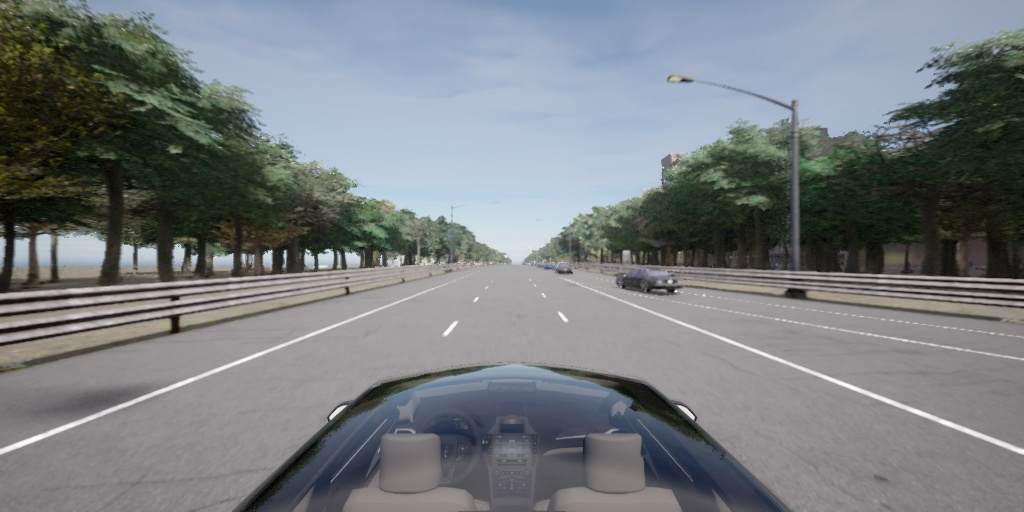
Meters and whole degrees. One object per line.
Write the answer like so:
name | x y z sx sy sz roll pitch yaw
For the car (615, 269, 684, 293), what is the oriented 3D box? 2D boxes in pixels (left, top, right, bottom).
car | 8.427 1.490 22.494 2.033 1.411 5.357 0 0 -10

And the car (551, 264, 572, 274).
car | 6.974 1.725 49.037 1.994 1.385 4.181 0 -1 0
